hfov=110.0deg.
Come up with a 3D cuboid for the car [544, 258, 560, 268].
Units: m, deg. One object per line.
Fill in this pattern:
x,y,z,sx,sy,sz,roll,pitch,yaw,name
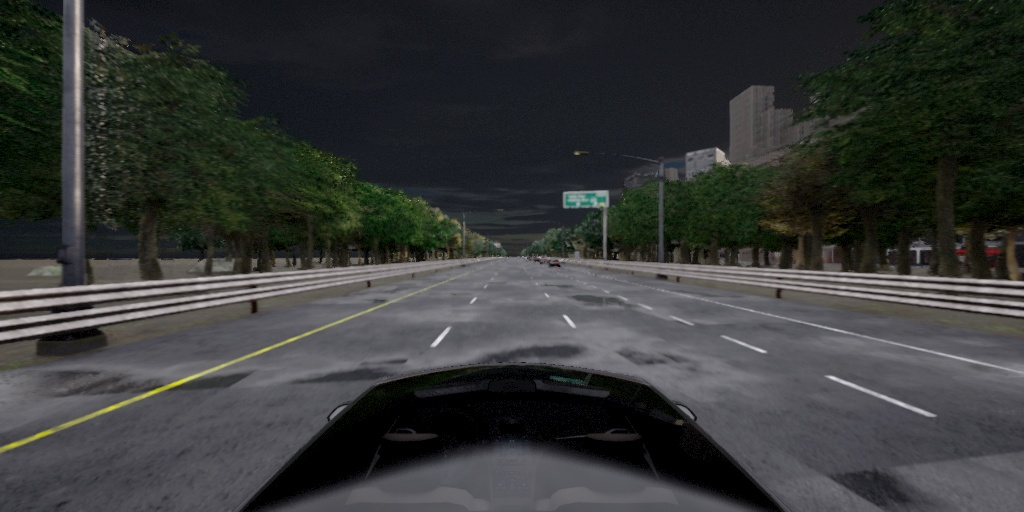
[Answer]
7.184,1.235,62.372,1.837,1.490,4.892,0,0,0,car
